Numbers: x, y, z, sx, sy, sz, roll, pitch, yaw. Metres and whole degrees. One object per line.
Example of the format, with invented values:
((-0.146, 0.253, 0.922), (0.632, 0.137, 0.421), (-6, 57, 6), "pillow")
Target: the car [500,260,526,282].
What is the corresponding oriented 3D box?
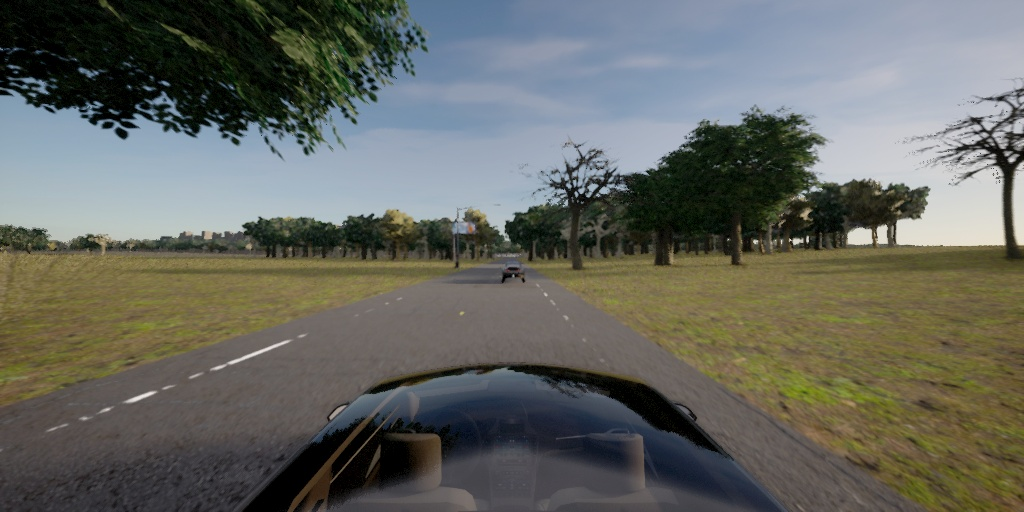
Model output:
((0.100, 1.262, 29.512), (1.837, 1.490, 4.892), (0, 0, 0), "car")
